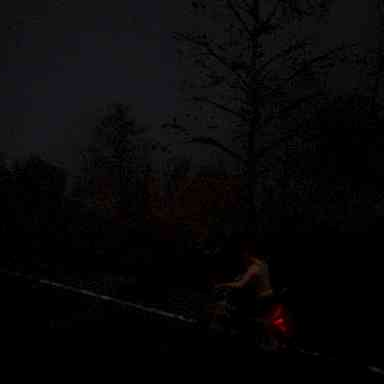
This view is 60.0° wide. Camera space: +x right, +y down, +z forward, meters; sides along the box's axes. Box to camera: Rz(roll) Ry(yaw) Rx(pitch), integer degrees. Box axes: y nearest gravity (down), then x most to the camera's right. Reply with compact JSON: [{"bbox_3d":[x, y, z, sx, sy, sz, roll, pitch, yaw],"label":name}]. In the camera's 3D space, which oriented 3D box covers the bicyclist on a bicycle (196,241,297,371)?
[{"bbox_3d":[0.688,1.471,4.523,1.509,1.612,0.866,0,0,34],"label":"bicyclist on a bicycle"}]
